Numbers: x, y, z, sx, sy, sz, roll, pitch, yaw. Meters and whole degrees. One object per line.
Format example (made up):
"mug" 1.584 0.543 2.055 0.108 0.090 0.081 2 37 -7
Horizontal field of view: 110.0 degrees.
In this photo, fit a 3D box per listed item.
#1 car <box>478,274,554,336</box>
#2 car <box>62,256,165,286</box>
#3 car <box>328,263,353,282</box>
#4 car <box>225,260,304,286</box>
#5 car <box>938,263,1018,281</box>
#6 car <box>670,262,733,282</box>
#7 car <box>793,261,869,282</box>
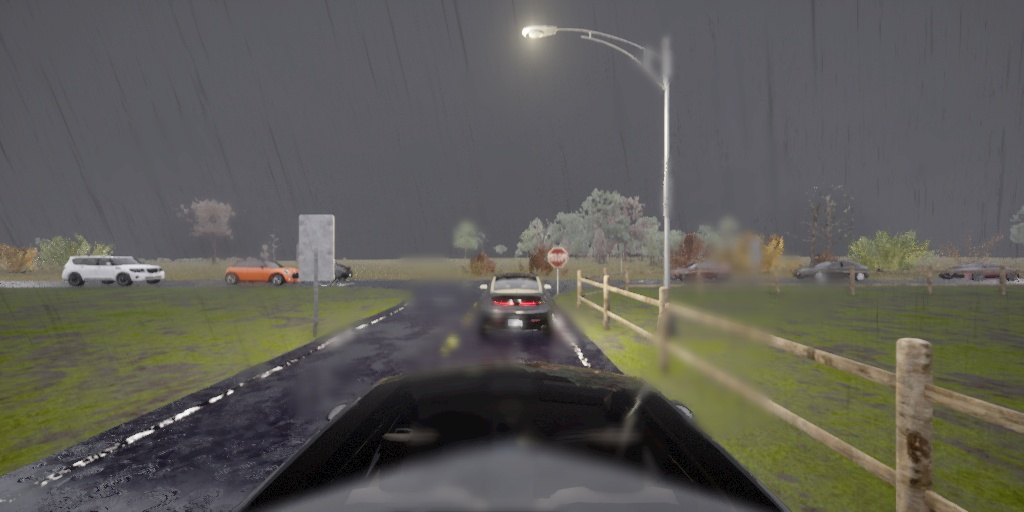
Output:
"car" 0.105 1.239 10.303 1.837 1.490 4.892 0 0 0
"car" -27.614 1.003 24.927 5.566 2.045 2.150 0 0 1
"car" -14.913 1.243 27.738 4.892 1.490 1.837 0 0 2
"car" -16.989 1.103 24.838 4.553 1.767 2.097 0 0 1
"car" 35.443 1.191 27.340 4.181 1.385 1.994 0 0 1
"car" 14.366 1.189 27.527 4.674 1.442 1.812 0 0 0
"car" 24.355 1.147 27.441 4.892 1.490 1.837 0 0 1
